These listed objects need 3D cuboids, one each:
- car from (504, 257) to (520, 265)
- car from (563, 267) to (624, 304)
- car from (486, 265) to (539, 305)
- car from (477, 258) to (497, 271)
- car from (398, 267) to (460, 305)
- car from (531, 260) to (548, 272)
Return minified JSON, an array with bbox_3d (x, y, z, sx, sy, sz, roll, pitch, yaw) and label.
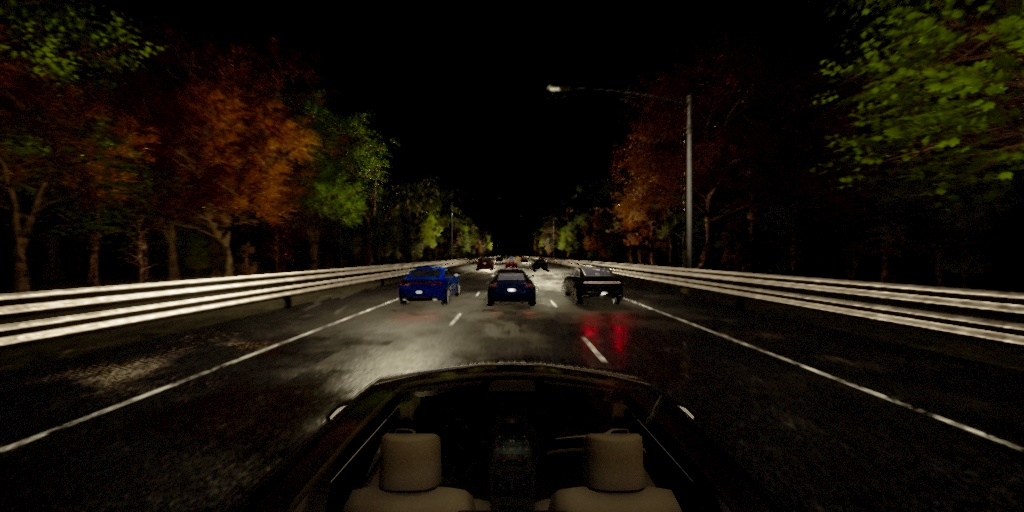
[{"bbox_3d":[-0.085,1.246,61.087,1.895,1.301,4.718,0,0,0],"label":"car"},{"bbox_3d":[3.477,1.219,16.029,2.128,1.511,4.902,0,0,0],"label":"car"},{"bbox_3d":[-0.024,1.296,15.988,1.994,1.385,4.181,0,0,0],"label":"car"},{"bbox_3d":[-3.569,1.029,48.986,2.097,1.767,4.553,0,0,0],"label":"car"},{"bbox_3d":[-3.524,1.215,16.033,1.882,1.535,5.008,0,0,0],"label":"car"},{"bbox_3d":[3.440,1.183,45.087,1.837,1.490,4.892,0,0,0],"label":"car"}]
